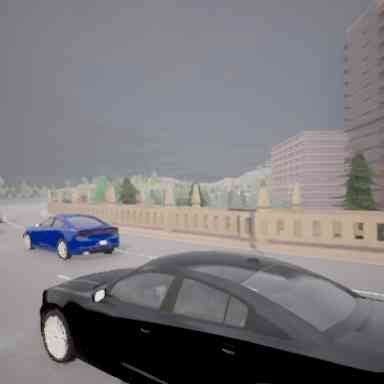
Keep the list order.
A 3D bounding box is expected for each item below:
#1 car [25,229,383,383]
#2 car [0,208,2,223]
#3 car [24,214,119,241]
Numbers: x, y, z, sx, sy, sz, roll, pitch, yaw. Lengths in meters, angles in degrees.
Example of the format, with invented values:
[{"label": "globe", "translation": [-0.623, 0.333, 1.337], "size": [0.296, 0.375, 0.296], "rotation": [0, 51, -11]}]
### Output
[{"label": "car", "translation": [0.026, 1.505, 4.167], "size": [5.008, 1.535, 1.882], "rotation": [-1, -1, 37]}, {"label": "car", "translation": [-17.046, 1.767, 27.717], "size": [1.882, 1.535, 5.008], "rotation": [0, 0, -34]}, {"label": "car", "translation": [-4.815, 1.594, 12.977], "size": [5.008, 1.535, 1.882], "rotation": [-1, 0, 43]}]
